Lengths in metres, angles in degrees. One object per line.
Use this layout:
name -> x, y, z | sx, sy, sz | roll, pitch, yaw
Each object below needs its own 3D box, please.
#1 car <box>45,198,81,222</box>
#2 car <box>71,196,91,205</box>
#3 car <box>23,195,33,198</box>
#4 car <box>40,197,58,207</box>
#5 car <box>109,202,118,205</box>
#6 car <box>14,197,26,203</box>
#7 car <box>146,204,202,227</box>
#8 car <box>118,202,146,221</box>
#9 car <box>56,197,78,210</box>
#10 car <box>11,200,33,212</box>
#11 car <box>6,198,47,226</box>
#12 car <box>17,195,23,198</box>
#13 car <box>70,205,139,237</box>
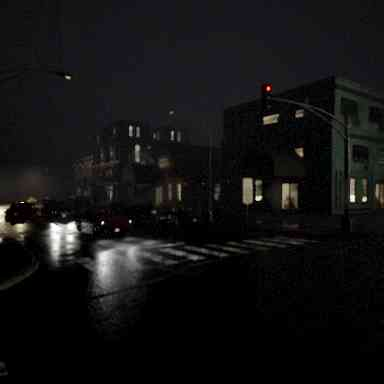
car -> -10.983, 1.525, 26.959 | 2.128, 1.511, 4.902 | 0, 0, -35
car -> -14.343, 1.442, 42.074 | 2.192, 1.841, 5.009 | 0, 0, -35
car -> -33.515, 1.808, 69.513 | 1.752, 1.417, 4.829 | 0, 0, -35
car -> -23.914, 1.644, 55.699 | 1.967, 1.590, 4.097 | 0, 0, -35
car -> -7.323, 1.653, 32.053 | 1.802, 1.307, 4.206 | 0, 0, -35
car -> -42.922, 1.912, 83.048 | 2.008, 1.369, 4.403 | 0, 0, -35
car -> -1.066, 1.572, 23.051 | 2.008, 1.369, 4.403 | 0, 0, -35
car -> -4.195, 1.612, 27.553 | 1.947, 1.339, 4.313 | 0, 0, -35
car -> -17.538, 1.593, 46.614 | 1.967, 1.590, 4.097 | 0, 0, -35
car -> -21.755, 1.722, 42.550 | 1.895, 1.301, 4.718 | 0, 0, -34
car -> -11.893, 1.451, 23.493 | 1.967, 1.590, 4.097 | 0, 0, -35
car -> -39.754, 1.650, 78.491 | 2.192, 1.841, 5.009 | 0, 0, -35
car -> -4.949, 1.587, 18.269 | 1.895, 1.301, 4.718 | 0, 0, -35
